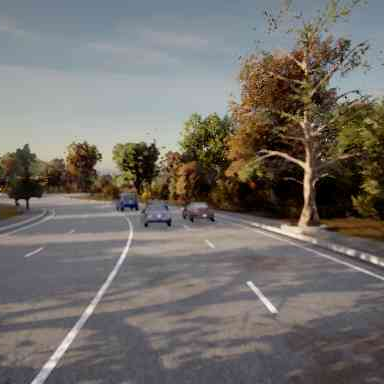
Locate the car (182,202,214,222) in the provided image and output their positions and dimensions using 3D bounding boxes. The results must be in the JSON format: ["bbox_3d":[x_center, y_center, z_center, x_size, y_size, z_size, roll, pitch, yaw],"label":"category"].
[{"bbox_3d":[0.438,1.517,26.065,1.812,1.442,4.674,-1,0,-12],"label":"car"}]

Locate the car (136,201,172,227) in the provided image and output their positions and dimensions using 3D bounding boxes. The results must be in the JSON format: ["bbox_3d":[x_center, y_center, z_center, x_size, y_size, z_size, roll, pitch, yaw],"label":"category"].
[{"bbox_3d":[-2.607,1.589,23.596,2.033,1.411,5.357,-1,0,-12],"label":"car"}]

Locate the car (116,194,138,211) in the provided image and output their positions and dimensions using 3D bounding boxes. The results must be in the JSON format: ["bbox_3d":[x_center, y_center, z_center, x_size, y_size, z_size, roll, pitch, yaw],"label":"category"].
[{"bbox_3d":[-8.422,1.351,43.003,2.150,2.045,5.566,-2,0,-21],"label":"car"}]
